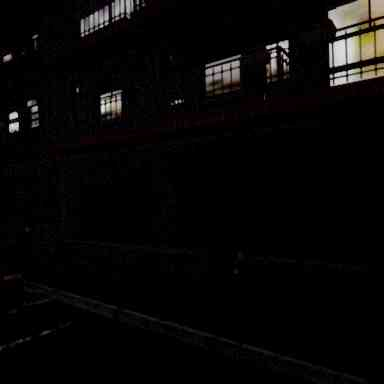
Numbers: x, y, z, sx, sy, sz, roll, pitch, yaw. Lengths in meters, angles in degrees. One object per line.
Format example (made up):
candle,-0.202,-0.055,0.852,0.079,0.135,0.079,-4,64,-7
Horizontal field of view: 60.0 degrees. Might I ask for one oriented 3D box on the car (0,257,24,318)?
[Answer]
car,-4.957,1.549,6.264,4.507,1.381,1.887,0,-1,35
